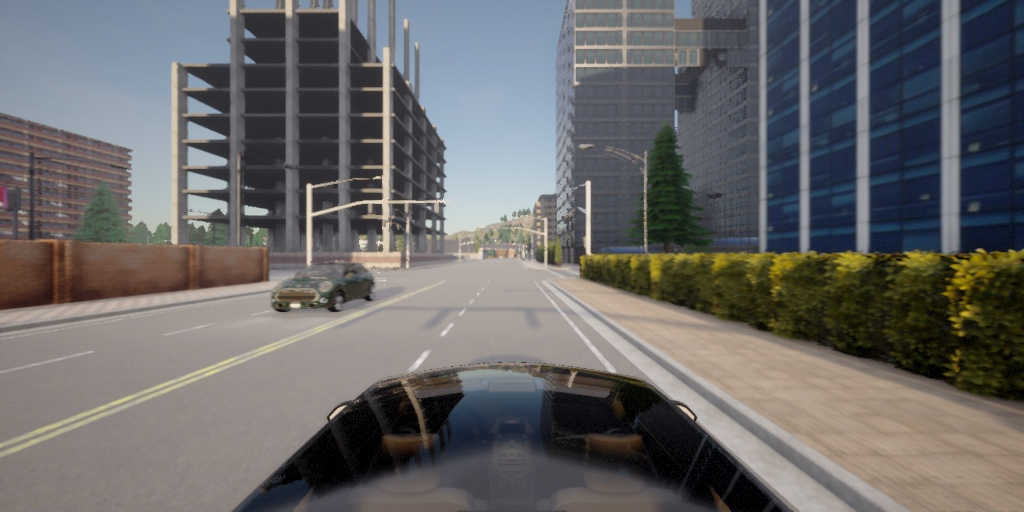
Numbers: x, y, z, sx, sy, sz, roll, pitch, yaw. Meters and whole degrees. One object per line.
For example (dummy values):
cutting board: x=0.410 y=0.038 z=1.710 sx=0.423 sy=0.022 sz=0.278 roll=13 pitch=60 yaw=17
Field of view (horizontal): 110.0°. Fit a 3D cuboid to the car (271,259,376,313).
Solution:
car: x=-7.003 y=1.016 z=13.837 sx=2.097 sy=1.767 sz=4.553 roll=0 pitch=0 yaw=0
